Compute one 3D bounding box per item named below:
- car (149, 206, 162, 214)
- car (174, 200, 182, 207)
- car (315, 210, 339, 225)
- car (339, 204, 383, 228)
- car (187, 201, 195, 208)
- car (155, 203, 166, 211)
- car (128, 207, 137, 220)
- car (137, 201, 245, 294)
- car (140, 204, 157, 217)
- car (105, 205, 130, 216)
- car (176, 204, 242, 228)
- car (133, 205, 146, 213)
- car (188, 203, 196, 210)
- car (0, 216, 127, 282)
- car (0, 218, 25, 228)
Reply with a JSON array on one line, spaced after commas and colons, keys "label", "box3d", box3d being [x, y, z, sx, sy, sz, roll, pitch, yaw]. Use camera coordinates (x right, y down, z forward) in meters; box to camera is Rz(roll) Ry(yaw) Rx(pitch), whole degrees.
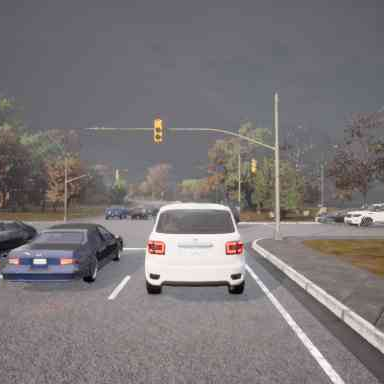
[{"label": "car", "box3d": [-7.090, 3.469, 65.187, 1.895, 1.301, 4.718, 0, 0, 0]}, {"label": "car", "box3d": [-3.661, 3.077, 87.387, 1.882, 1.535, 5.008, 0, 0, -3]}, {"label": "car", "box3d": [14.651, 2.485, 32.672, 4.902, 1.511, 2.128, 0, -3, -3]}, {"label": "car", "box3d": [16.464, 2.062, 29.260, 5.566, 2.045, 2.150, 0, -3, -2]}, {"label": "car", "box3d": [-0.185, 3.271, 87.743, 1.837, 1.490, 4.892, 0, 0, -3]}, {"label": "car", "box3d": [-7.058, 3.367, 75.885, 2.033, 1.411, 5.357, 0, 0, 0]}, {"label": "car", "box3d": [-7.122, 3.135, 45.738, 1.895, 1.301, 4.718, 0, -2, -1]}, {"label": "car", "box3d": [0.076, 1.318, 9.125, 2.150, 2.045, 5.566, 0, -1, 0]}, {"label": "car", "box3d": [-7.133, 2.997, 55.266, 2.150, 2.045, 5.566, 0, -1, 0]}, {"label": "car", "box3d": [-10.644, 2.800, 47.095, 2.150, 2.045, 5.566, 0, -2, -2]}, {"label": "car", "box3d": [1.435, 2.056, 29.041, 5.566, 2.045, 2.150, 0, -2, 0]}, {"label": "car", "box3d": [-10.562, 3.468, 67.671, 1.895, 1.301, 4.718, 0, 0, 0]}, {"label": "car", "box3d": [-0.060, 3.318, 77.591, 1.837, 1.490, 4.892, 0, 0, 0]}, {"label": "car", "box3d": [-3.425, 1.662, 9.977, 2.033, 1.411, 5.357, 0, -1, 0]}, {"label": "car", "box3d": [-6.893, 1.621, 10.753, 2.128, 1.511, 4.902, 0, -1, 3]}]
